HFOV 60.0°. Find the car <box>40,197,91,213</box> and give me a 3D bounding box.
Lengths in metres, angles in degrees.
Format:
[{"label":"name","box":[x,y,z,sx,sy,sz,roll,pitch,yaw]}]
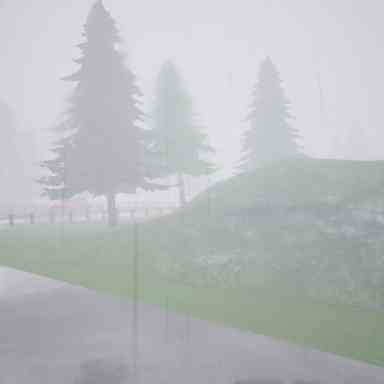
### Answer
[{"label":"car","box":[-12.507,1.262,32.952,4.553,1.767,2.097,0,0,-45]}]
